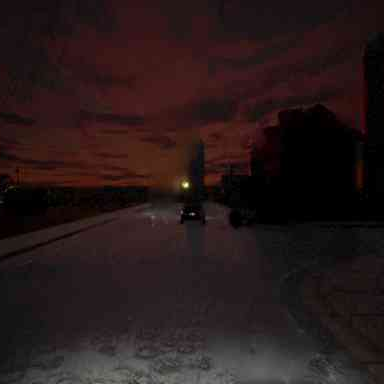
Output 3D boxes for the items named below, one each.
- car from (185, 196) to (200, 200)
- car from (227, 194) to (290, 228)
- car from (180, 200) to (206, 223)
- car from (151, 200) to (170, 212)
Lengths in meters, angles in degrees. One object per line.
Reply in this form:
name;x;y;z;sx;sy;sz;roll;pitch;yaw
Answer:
car;0.074;1.364;43.667;2.097;1.767;4.553;0;0;0
car;4.155;1.150;20.794;1.905;1.878;3.866;-8;3;-42
car;0.080;1.556;25.343;2.033;1.411;5.357;0;0;0
car;-3.610;1.613;38.893;1.895;1.301;4.718;0;0;0
